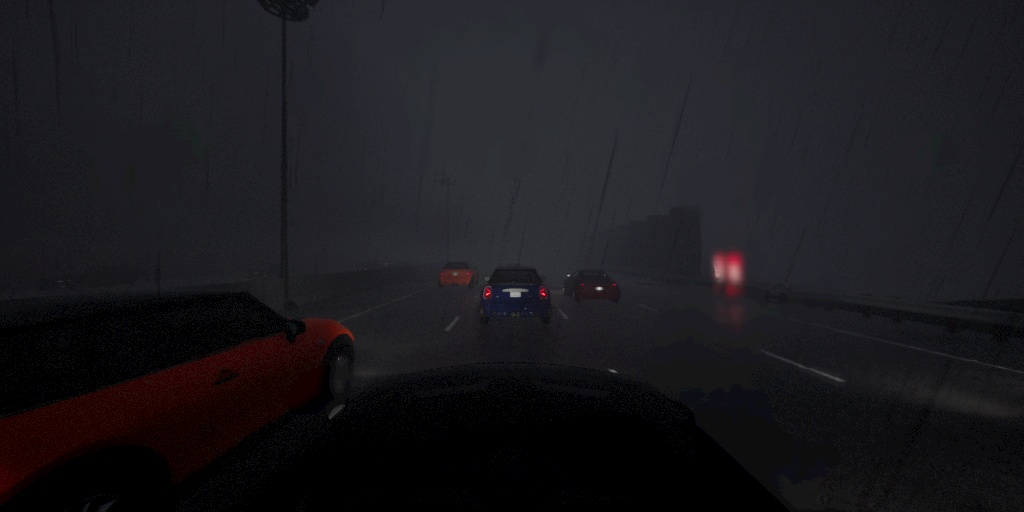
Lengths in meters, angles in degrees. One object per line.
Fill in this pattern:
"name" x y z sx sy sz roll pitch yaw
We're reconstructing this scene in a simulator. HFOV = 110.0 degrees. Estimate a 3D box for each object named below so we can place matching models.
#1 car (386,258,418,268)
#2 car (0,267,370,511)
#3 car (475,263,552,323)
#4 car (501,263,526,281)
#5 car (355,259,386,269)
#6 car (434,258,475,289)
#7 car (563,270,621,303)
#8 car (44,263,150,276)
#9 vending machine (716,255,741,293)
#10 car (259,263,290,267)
"car" -13.992 1.297 45.346 2.033 1.411 5.357 0 0 1
"car" -3.401 1.102 3.573 2.097 1.767 4.553 0 0 0
"car" 0.099 1.102 12.190 2.097 1.767 4.553 0 0 0
"car" 0.099 1.314 31.137 1.994 1.385 4.181 0 0 0
"car" -17.501 1.253 43.810 1.837 1.490 4.892 0 0 1
"car" -3.401 1.102 23.542 2.097 1.767 4.553 0 0 0
"car" 3.598 1.314 16.779 1.994 1.385 4.181 0 0 0
"car" -24.601 1.227 21.352 1.882 1.535 5.008 0 0 0
"vending machine" 11.999 0.946 19.902 1.100 2.100 0.880 0 0 0
"car" -21.085 1.314 31.622 1.994 1.385 4.181 0 0 0
